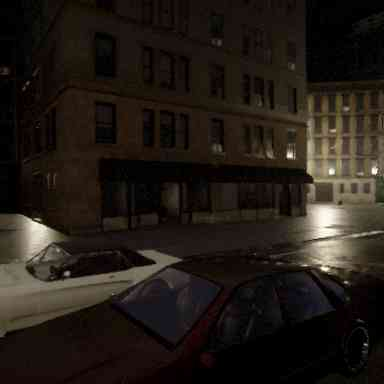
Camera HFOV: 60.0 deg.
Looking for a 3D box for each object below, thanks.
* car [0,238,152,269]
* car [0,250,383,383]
[{"bbox_3d":[-2.285,1.599,6.048,4.718,1.301,1.895,0,0,-35],"label":"car"},{"bbox_3d":[0.408,1.543,3.976,5.357,1.411,2.033,0,0,-36],"label":"car"}]
